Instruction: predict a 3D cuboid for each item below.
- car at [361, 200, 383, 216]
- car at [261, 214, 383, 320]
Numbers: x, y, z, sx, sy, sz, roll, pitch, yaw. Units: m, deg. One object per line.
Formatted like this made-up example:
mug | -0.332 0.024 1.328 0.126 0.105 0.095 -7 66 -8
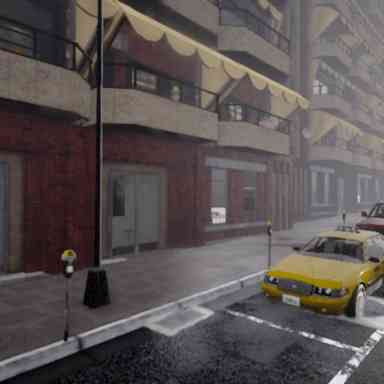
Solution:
car | 7.222 1.193 11.454 2.192 1.841 5.009 2 2 43
car | 3.312 1.462 7.307 1.752 1.417 4.829 2 2 43
